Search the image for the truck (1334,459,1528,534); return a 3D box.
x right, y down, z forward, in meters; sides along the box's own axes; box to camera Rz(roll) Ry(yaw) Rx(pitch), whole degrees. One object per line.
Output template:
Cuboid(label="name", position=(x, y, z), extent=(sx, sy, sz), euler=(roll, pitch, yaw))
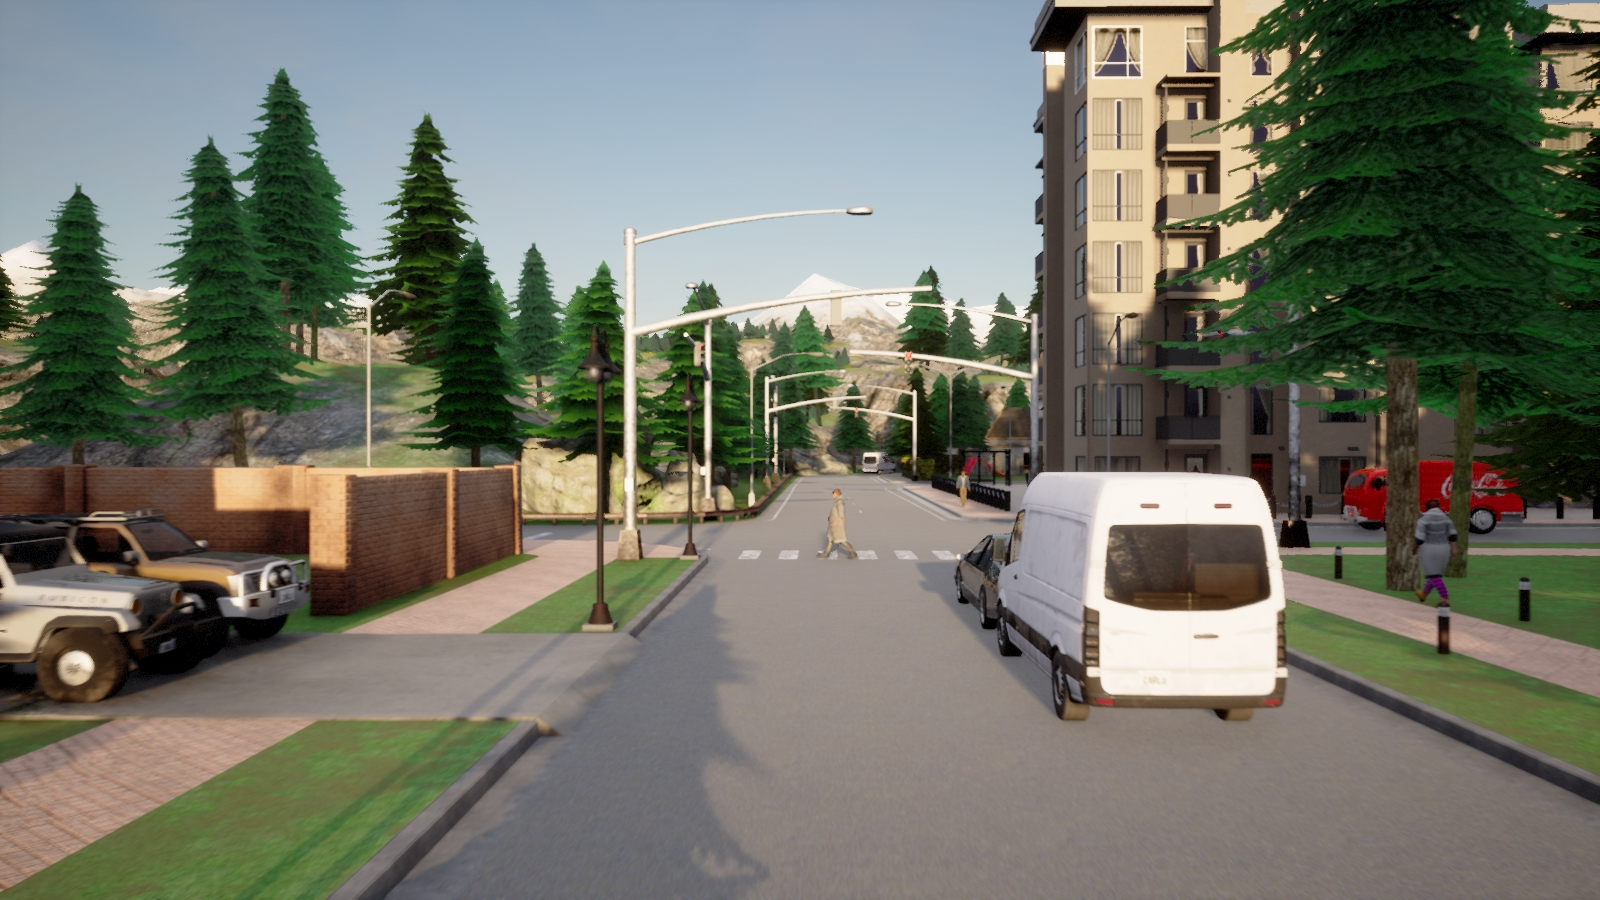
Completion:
Cuboid(label="truck", position=(21.536, 1.550, 39.220), extent=(5.204, 2.467, 2.627), euler=(0, 0, 2))

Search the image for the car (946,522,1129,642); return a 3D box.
Cuboid(label="car", position=(3.773, 2.075, 19.207), extent=(2.033, 1.411, 5.357), euler=(0, 0, 1))

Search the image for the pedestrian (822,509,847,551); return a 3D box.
Cuboid(label="pedestrian", position=(0.944, 2.197, 31.324), extent=(0.500, 1.100, 0.500), euler=(0, 0, -23))

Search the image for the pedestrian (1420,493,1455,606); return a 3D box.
Cuboid(label="pedestrian", position=(10.678, 1.665, 19.154), extent=(0.375, 1.860, 0.375), euler=(0, 0, 0))

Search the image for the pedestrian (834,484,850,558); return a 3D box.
Cuboid(label="pedestrian", position=(1.074, 1.816, 29.204), extent=(0.375, 1.860, 0.375), euler=(0, 0, -5))

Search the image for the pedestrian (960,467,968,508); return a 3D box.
Cuboid(label="pedestrian", position=(7.502, 1.691, 52.265), extent=(0.375, 1.860, 0.375), euler=(0, 0, 9))

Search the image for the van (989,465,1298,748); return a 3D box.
Cuboid(label="van", position=(3.698, 1.501, 13.638), extent=(1.988, 2.561, 5.915), euler=(0, 0, 1))
